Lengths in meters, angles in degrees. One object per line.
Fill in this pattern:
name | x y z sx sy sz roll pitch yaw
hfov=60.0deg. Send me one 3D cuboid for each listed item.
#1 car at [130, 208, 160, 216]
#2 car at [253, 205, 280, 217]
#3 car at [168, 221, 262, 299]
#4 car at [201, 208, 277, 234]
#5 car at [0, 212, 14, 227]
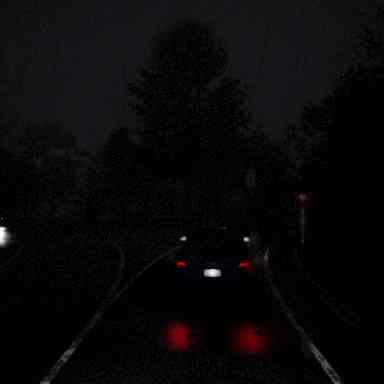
car | -7.575 3.215 53.873 4.902 1.511 2.128 1 -3 -12
car | 10.058 2.872 48.270 2.150 2.045 5.566 3 -3 -36
car | 0.595 1.680 8.791 1.994 1.385 4.181 0 -2 5
car | 3.024 2.116 22.866 5.008 1.535 1.882 1 -2 -23
car | -18.515 2.597 31.874 1.895 1.301 4.718 1 -2 -20
